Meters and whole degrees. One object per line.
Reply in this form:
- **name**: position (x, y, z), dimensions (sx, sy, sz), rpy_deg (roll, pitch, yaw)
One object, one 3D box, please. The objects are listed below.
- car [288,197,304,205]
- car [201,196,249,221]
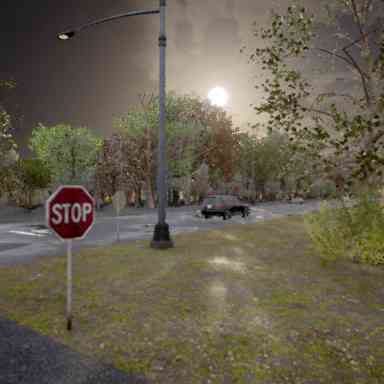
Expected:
- **car**: position (20.446, 1.837, 65.235), dimensions (1.837, 1.490, 4.892), rpy_deg (0, 0, 36)
- **car**: position (3.000, 1.357, 29.242), dimensions (2.150, 2.045, 5.566), rpy_deg (0, 0, 36)
